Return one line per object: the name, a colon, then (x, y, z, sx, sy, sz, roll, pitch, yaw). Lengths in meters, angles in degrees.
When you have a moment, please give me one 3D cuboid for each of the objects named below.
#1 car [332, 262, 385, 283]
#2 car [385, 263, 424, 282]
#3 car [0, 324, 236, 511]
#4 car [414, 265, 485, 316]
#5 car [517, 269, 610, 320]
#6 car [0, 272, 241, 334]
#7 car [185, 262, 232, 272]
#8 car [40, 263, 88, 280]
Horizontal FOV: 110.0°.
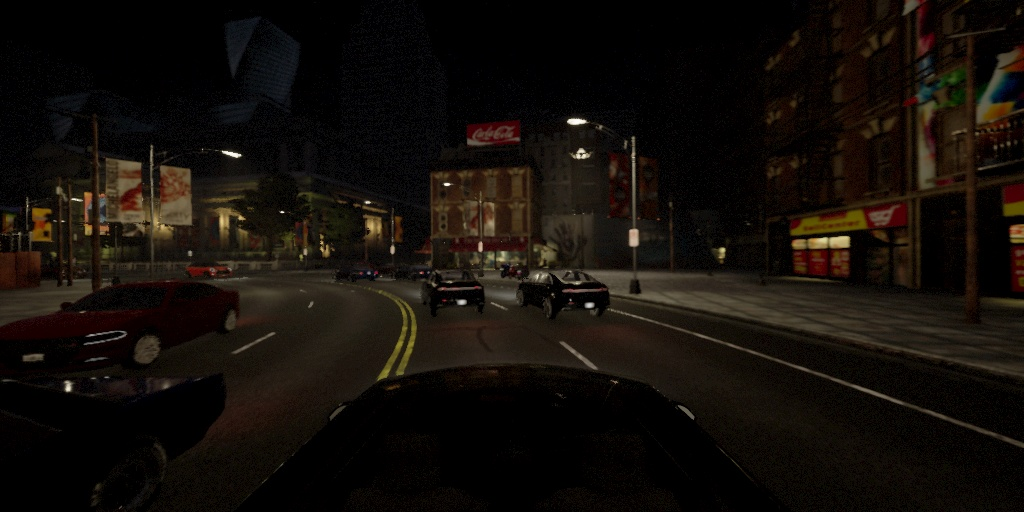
car: (-12.979, 1.394, 29.643, 5.357, 1.411, 2.033, -1, 0, 43)
car: (-8.153, 1.346, 29.703, 2.033, 1.411, 5.357, -1, 0, -43)
car: (-3.700, 1.388, 1.304, 1.895, 1.301, 4.718, -1, 0, -2)
car: (-2.367, 1.251, 13.631, 2.128, 1.511, 4.902, 0, 0, -19)
car: (1.584, 1.213, 12.681, 2.128, 1.511, 4.902, 0, 0, -16)
car: (-8.040, 1.300, 7.946, 1.882, 1.535, 5.008, 0, 0, -15)
car: (-30.741, 1.368, 36.387, 4.553, 1.767, 2.097, -1, 0, 20)
car: (-46.512, 1.523, 36.924, 4.553, 1.767, 2.097, 0, 0, 11)
